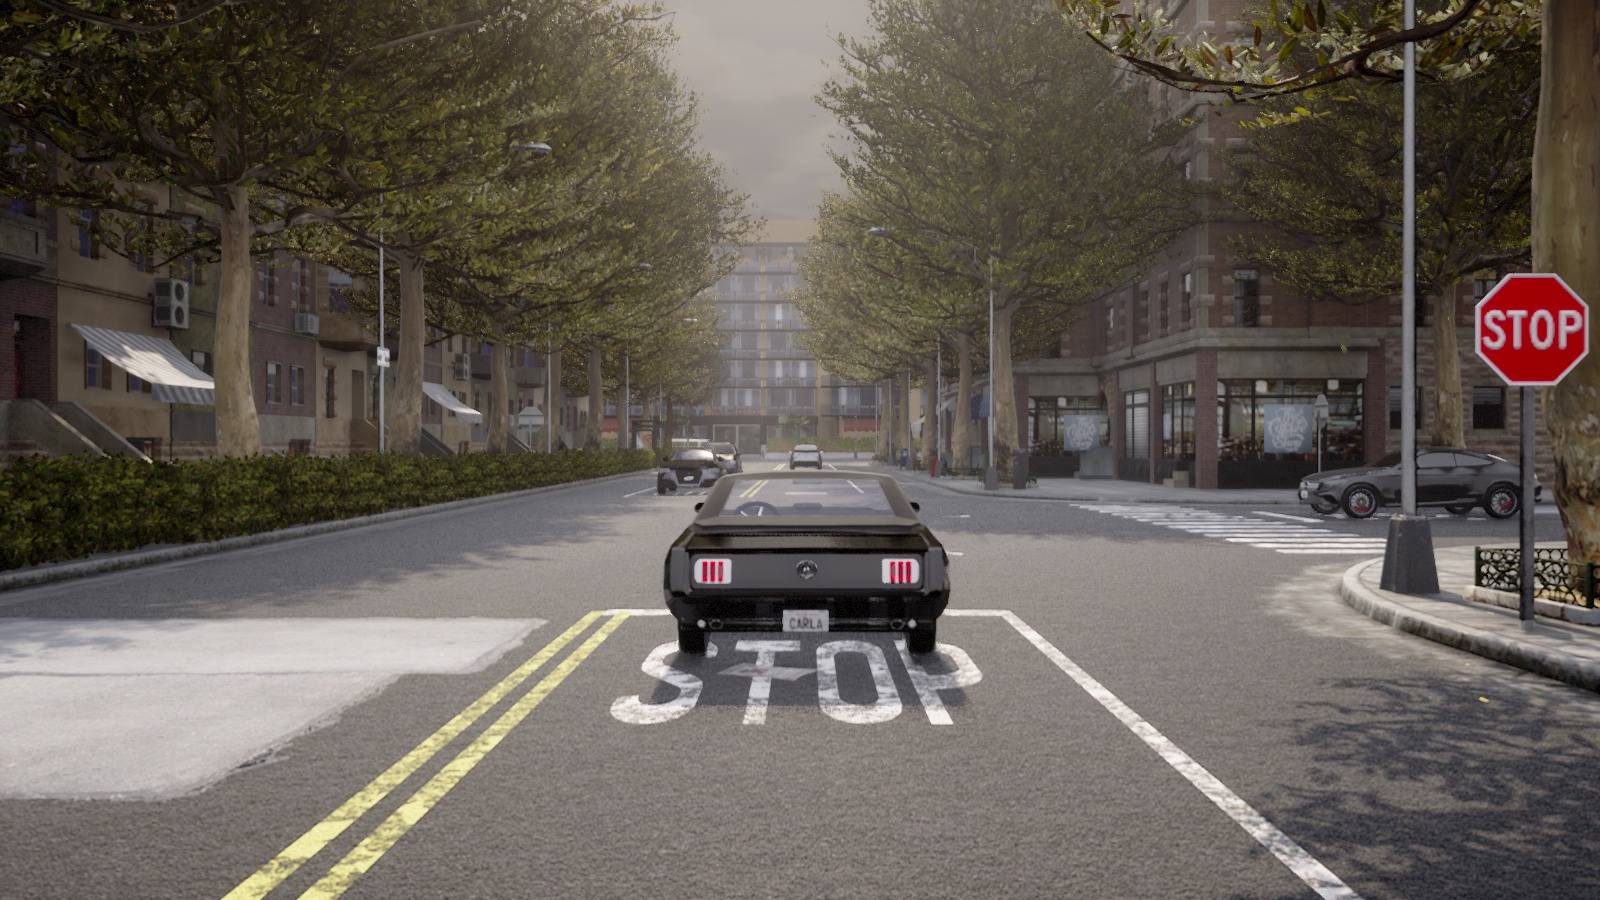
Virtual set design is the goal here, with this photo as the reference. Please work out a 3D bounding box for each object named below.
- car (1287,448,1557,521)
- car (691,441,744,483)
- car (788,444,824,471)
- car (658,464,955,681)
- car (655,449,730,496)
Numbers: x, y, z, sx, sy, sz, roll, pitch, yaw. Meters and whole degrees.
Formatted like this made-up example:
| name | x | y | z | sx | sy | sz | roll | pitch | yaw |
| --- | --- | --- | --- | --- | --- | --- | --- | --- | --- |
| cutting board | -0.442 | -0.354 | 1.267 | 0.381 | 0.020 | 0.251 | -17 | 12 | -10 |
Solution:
| name | x | y | z | sx | sy | sz | roll | pitch | yaw |
| --- | --- | --- | --- | --- | --- | --- | --- | --- | --- |
| car | 12.739 | 0.683 | 25.910 | 4.674 | 1.442 | 1.812 | 0 | 0 | 0 |
| car | -3.255 | 0.448 | 50.375 | 1.851 | 1.617 | 3.988 | 0 | 0 | 0 |
| car | 0.342 | 0.417 | 71.940 | 2.007 | 1.525 | 4.514 | 0 | 0 | 0 |
| car | 0.058 | 0.807 | 10.361 | 1.895 | 1.301 | 4.718 | 0 | 0 | 0 |
| car | -3.302 | 0.657 | 39.245 | 1.994 | 1.385 | 4.181 | 0 | 0 | 0 |
